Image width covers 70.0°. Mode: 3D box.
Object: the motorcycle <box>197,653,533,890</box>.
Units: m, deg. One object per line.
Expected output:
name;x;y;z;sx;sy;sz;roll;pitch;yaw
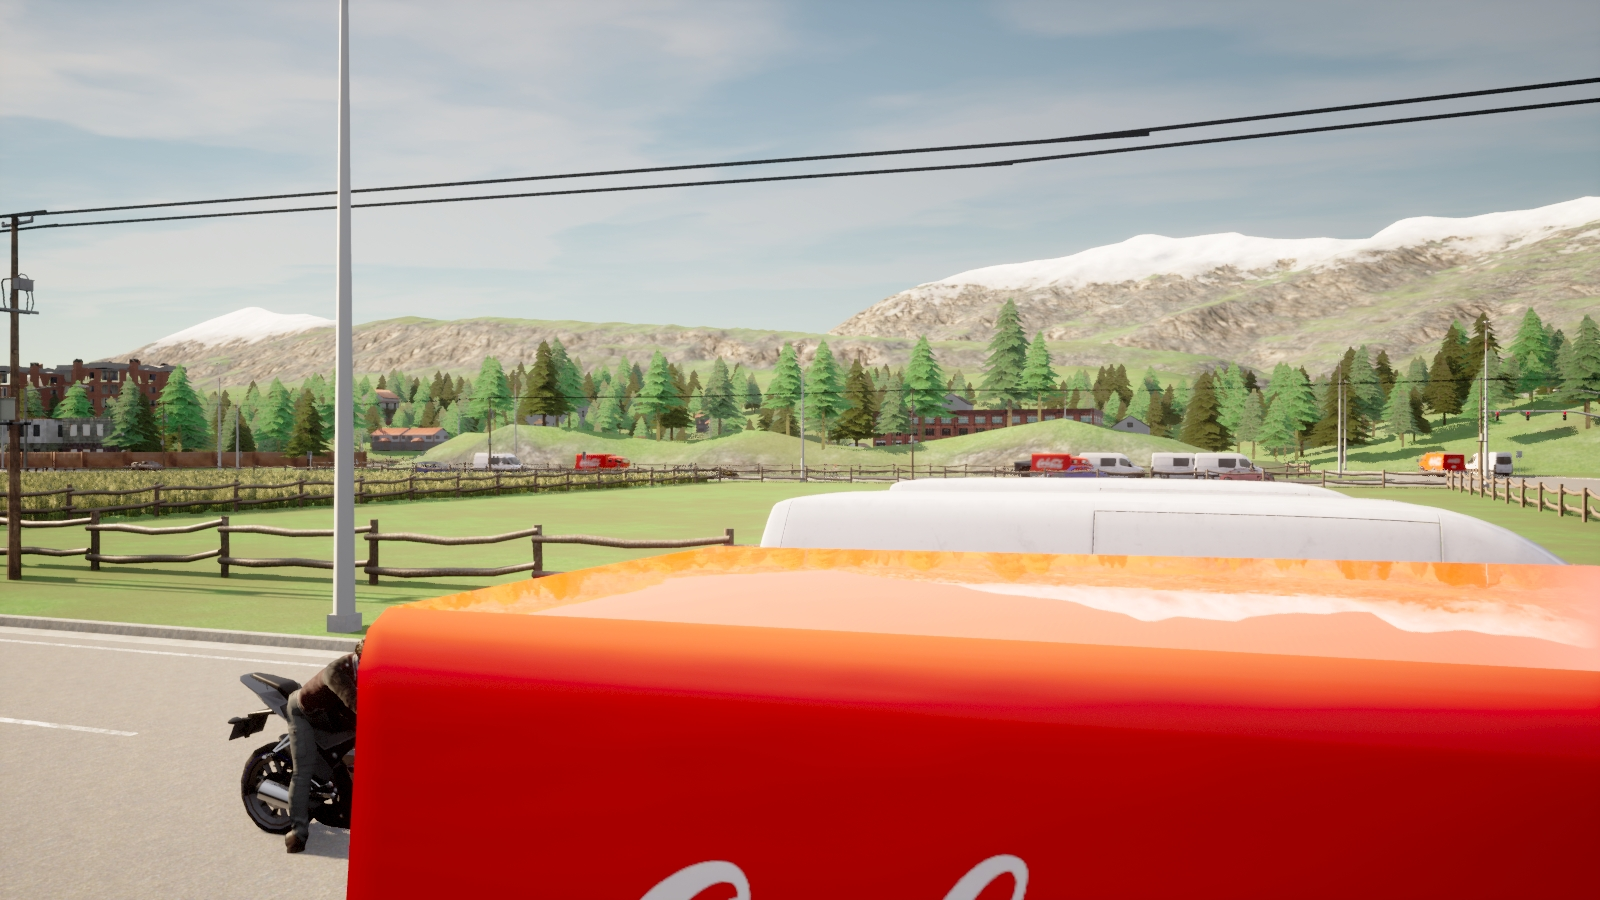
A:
motorcycle;-3.100;2.209;8.150;2.209;1.251;0.867;0;0;20

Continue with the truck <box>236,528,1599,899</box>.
truck;1.689;1.568;2.754;5.204;2.467;2.627;0;0;21

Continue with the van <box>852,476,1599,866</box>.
van;3.552;1.535;9.450;5.915;2.561;1.988;0;0;20

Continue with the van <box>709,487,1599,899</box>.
van;2.633;1.535;6.060;5.915;2.561;1.988;0;0;20
